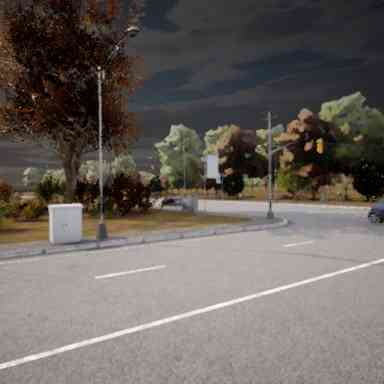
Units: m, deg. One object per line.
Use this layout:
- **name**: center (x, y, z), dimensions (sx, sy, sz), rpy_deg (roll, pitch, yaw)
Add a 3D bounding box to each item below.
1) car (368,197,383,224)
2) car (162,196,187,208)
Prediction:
- **car**: center (12.686, 1.033, 19.011), dimensions (2.097, 1.767, 4.553), rpy_deg (-1, 1, -32)
- **car**: center (-2.216, 1.212, 42.553), dimensions (1.994, 1.385, 4.181), rpy_deg (-1, 1, -33)
